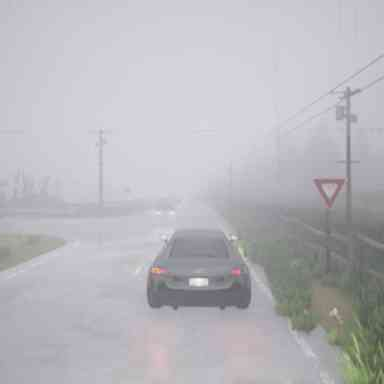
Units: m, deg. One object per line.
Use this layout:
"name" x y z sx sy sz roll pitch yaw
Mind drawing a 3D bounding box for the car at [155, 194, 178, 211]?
"car" -2.869 1.324 36.857 1.837 1.490 4.892 0 0 1

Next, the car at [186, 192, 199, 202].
"car" 0.307 1.019 68.000 2.097 1.767 4.553 0 0 -3

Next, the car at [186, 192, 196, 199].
"car" -0.293 0.806 78.061 2.097 1.767 4.553 0 0 -5

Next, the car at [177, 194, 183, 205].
"car" -2.708 1.100 51.314 2.097 1.767 4.553 0 0 0

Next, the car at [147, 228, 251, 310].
"car" 0.161 1.525 7.799 1.994 1.385 4.181 0 0 1

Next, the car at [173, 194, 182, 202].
"car" -2.896 1.166 67.800 1.837 1.490 4.892 0 2 -2
